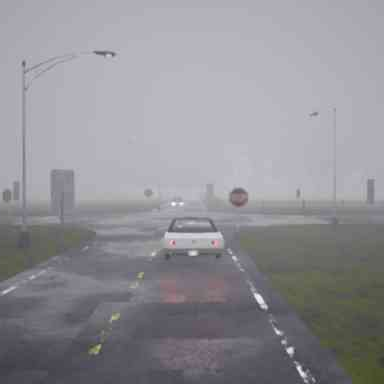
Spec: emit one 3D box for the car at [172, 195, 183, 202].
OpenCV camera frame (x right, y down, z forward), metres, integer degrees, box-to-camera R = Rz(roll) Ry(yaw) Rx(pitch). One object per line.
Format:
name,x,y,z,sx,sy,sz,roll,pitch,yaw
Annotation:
car,-2.642,1.244,61.776,1.895,1.301,4.718,0,0,1

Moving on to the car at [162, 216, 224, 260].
car,-0.009,1.528,12.123,1.895,1.301,4.718,0,0,-1
